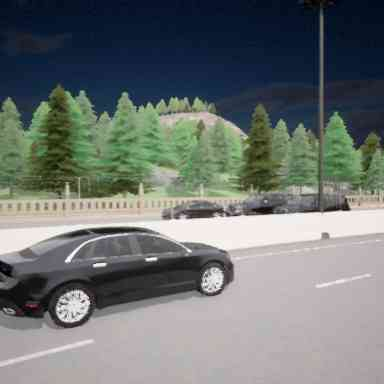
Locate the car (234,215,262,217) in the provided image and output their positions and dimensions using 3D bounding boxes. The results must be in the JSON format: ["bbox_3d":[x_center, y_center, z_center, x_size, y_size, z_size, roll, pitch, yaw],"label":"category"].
[{"bbox_3d":[4.979,1.113,23.229,5.566,2.045,2.150,0,0,-30],"label":"car"}]

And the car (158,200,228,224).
[{"bbox_3d":[0.151,1.388,24.480,4.892,1.490,1.837,0,0,-30],"label":"car"}]

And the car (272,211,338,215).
[{"bbox_3d":[7.436,1.126,20.605,5.566,2.045,2.150,0,0,-30],"label":"car"}]

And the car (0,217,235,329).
[{"bbox_3d":[-1.279,1.470,6.922,4.892,1.490,1.837,0,0,-34],"label":"car"}]
